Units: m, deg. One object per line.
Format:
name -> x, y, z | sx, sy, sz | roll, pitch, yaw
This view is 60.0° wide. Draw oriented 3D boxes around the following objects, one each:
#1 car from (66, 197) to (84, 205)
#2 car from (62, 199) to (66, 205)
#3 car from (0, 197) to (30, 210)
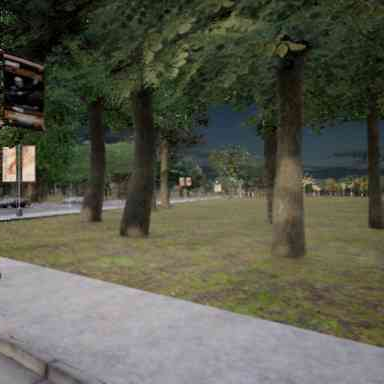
car -> -19.855, 1.576, 59.489 | 1.812, 1.442, 4.674 | 0, 0, 13
car -> -22.481, 1.594, 62.517 | 1.812, 1.442, 4.674 | 0, 0, 13
car -> -23.447, 1.495, 43.558 | 1.882, 1.535, 5.008 | 0, 0, 13
